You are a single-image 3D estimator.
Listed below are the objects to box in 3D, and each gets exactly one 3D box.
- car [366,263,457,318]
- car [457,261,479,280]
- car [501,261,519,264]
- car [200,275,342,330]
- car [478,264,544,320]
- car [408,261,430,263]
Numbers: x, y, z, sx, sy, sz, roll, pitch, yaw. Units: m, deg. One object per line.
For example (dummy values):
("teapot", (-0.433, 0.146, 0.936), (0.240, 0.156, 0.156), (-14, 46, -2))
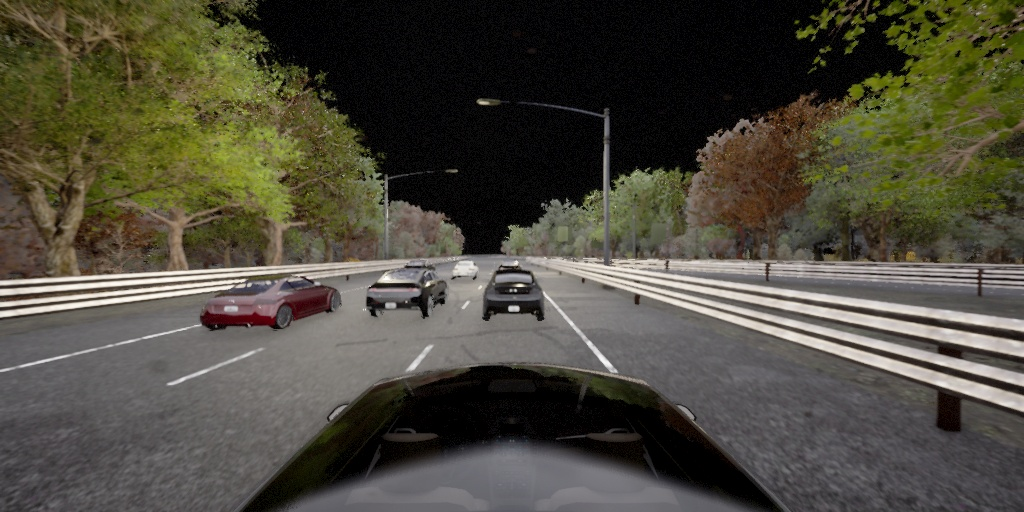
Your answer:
("car", (-3.467, 1.178, 12.619), (2.128, 1.511, 4.902), (0, 0, 0))
("car", (-3.693, 1.127, 29.101), (1.812, 1.442, 4.674), (0, 0, -1))
("car", (-0.175, 1.096, 28.096), (2.128, 1.511, 4.902), (0, 0, -1))
("car", (-6.956, 1.262, 10.869), (1.994, 1.385, 4.181), (0, 0, 0))
("car", (0.036, 1.192, 12.324), (1.837, 1.490, 4.892), (0, 0, 0))
("car", (-7.176, 1.099, 28.065), (2.128, 1.511, 4.902), (0, 0, -1))
